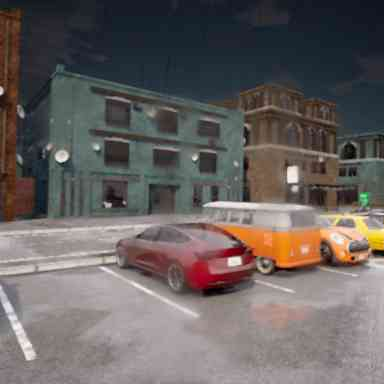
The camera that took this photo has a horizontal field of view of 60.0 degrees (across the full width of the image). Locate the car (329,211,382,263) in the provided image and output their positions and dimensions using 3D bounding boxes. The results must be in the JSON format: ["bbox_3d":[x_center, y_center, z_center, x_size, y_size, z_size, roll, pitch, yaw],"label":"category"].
[{"bbox_3d":[4.114,1.475,12.419,2.185,1.767,4.553,1,0,-36],"label":"car"}]

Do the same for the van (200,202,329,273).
[{"bbox_3d":[1.850,1.344,10.910,1.878,1.987,4.442,1,0,-36],"label":"van"}]

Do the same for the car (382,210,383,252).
[{"bbox_3d":[6.288,1.629,14.160,1.946,1.575,5.366,1,0,-36],"label":"car"}]

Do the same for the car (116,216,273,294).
[{"bbox_3d":[-0.418,1.567,9.183,2.163,1.488,4.792,1,0,-36],"label":"car"}]
